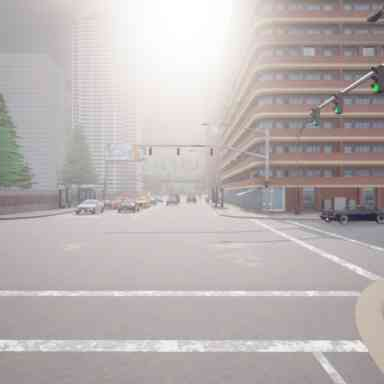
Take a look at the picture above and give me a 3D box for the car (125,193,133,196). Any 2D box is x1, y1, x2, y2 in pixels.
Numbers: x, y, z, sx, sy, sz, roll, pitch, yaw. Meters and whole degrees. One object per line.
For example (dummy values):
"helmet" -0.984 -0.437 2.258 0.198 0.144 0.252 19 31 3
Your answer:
"car" -10.662 1.222 54.267 2.150 2.045 5.566 0 0 0

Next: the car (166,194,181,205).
"car" -3.473 1.547 58.234 2.033 1.411 5.357 0 0 0

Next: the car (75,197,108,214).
"car" -10.644 1.526 34.976 1.812 1.442 4.674 0 0 2

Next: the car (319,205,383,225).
"car" 11.393 1.545 23.237 4.718 1.301 1.895 0 0 -13

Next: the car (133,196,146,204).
"car" -10.600 1.505 67.430 1.837 1.490 4.892 0 0 0

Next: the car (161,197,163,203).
"car" -7.088 1.524 69.184 1.812 1.442 4.674 0 0 0

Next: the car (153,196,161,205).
"car" -7.153 1.491 57.464 2.128 1.511 4.902 0 0 0

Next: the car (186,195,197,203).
"car" -0.089 1.350 69.723 2.097 1.767 4.553 0 0 0

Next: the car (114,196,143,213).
"car" -7.133 1.526 37.812 1.812 1.442 4.674 0 0 0

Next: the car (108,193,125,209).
"car" -10.654 1.352 43.923 2.097 1.767 4.553 0 0 0

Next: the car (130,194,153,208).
"car" -7.157 1.477 47.151 1.882 1.535 5.008 0 0 0
